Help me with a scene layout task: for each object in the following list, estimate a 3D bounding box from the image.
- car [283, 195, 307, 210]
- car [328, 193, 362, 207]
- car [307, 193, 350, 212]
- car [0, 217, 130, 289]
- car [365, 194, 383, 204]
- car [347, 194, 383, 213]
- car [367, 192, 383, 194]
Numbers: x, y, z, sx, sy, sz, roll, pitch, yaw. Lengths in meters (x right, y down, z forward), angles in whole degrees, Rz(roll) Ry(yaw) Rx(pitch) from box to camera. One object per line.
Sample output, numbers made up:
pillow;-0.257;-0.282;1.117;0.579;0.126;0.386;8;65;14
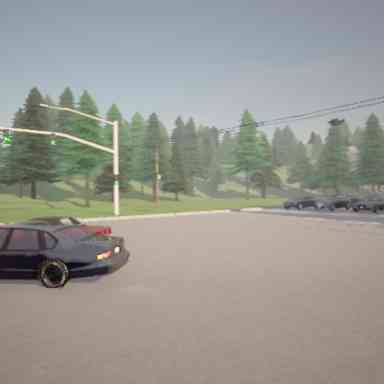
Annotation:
car;11.704;1.076;35.596;4.892;1.490;1.837;-1;1;-38
car;19.094;0.961;41.366;4.892;1.490;1.837;-1;1;-38
car;13.964;1.068;32.921;4.902;1.511;2.128;-1;1;-38
car;-4.365;1.501;8.491;5.357;1.411;2.033;0;0;5
car;26.709;0.939;47.266;4.718;1.301;1.895;-1;1;-38
car;16.433;1.143;30.409;4.181;1.385;1.994;-1;1;-38
car;20.955;0.820;38.385;4.553;1.767;2.097;-1;1;-38
